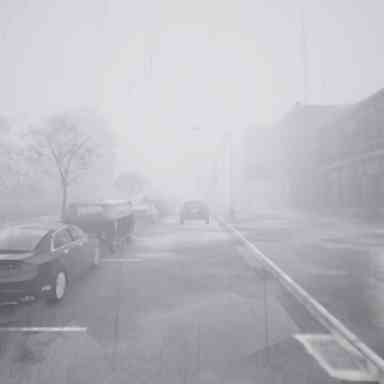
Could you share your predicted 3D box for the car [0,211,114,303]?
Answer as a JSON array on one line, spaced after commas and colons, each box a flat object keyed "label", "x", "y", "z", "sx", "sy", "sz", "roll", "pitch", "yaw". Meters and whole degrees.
[{"label": "car", "x": -3.630, "y": 1.491, "z": 8.195, "sx": 2.231, "sy": 1.521, "sz": 4.892, "roll": 0, "pitch": 1, "yaw": -1}]

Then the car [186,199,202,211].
[{"label": "car", "x": 0.242, "y": 1.637, "z": 42.928, "sx": 1.994, "sy": 1.385, "sz": 4.181, "roll": 0, "pitch": 0, "yaw": 0}]

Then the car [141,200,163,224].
[{"label": "car", "x": -3.572, "y": 1.580, "z": 24.851, "sx": 2.002, "sy": 1.452, "sz": 4.674, "roll": 0, "pitch": 0, "yaw": 0}]

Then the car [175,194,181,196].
[{"label": "car", "x": -3.453, "y": 1.612, "z": 57.280, "sx": 1.946, "sy": 1.575, "sz": 5.366, "roll": 0, "pitch": 0, "yaw": 2}]

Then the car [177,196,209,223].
[{"label": "car", "x": 0.183, "y": 1.388, "z": 25.603, "sx": 2.097, "sy": 1.767, "sz": 4.553, "roll": 0, "pitch": 0, "yaw": 0}]

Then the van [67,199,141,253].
[{"label": "van", "x": -3.605, "y": 1.297, "z": 13.880, "sx": 1.878, "sy": 1.987, "sz": 4.442, "roll": 0, "pitch": 0, "yaw": 2}]

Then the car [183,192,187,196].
[{"label": "car", "x": -3.369, "y": 1.407, "z": 83.713, "sx": 2.435, "sy": 2.045, "sz": 5.566, "roll": 0, "pitch": 0, "yaw": 2}]

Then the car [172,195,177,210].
[{"label": "car", "x": -3.514, "y": 1.557, "z": 41.480, "sx": 2.097, "sy": 1.535, "sz": 5.008, "roll": 0, "pitch": 0, "yaw": 2}]

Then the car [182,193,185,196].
[{"label": "car", "x": -3.400, "y": 1.660, "z": 74.759, "sx": 2.097, "sy": 1.535, "sz": 5.008, "roll": 0, "pitch": 0, "yaw": 2}]

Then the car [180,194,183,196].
[{"label": "car", "x": -3.439, "y": 1.647, "z": 63.662, "sx": 2.097, "sy": 1.535, "sz": 5.008, "roll": 0, "pitch": 0, "yaw": 2}]

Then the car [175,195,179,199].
[{"label": "car", "x": -3.496, "y": 1.584, "z": 47.028, "sx": 2.097, "sy": 1.535, "sz": 5.008, "roll": 0, "pitch": 0, "yaw": 2}]

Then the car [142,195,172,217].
[{"label": "car", "x": -3.549, "y": 1.314, "z": 31.596, "sx": 2.435, "sy": 2.045, "sz": 5.566, "roll": 0, "pitch": 0, "yaw": 1}]

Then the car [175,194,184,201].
[{"label": "car", "x": -3.345, "y": 1.550, "z": 91.366, "sx": 2.185, "sy": 1.767, "sz": 4.553, "roll": 0, "pitch": 0, "yaw": 2}]

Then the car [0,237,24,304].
[{"label": "car", "x": -3.650, "y": 1.512, "z": 2.684, "sx": 2.163, "sy": 1.488, "sz": 4.792, "roll": 0, "pitch": 1, "yaw": -1}]
